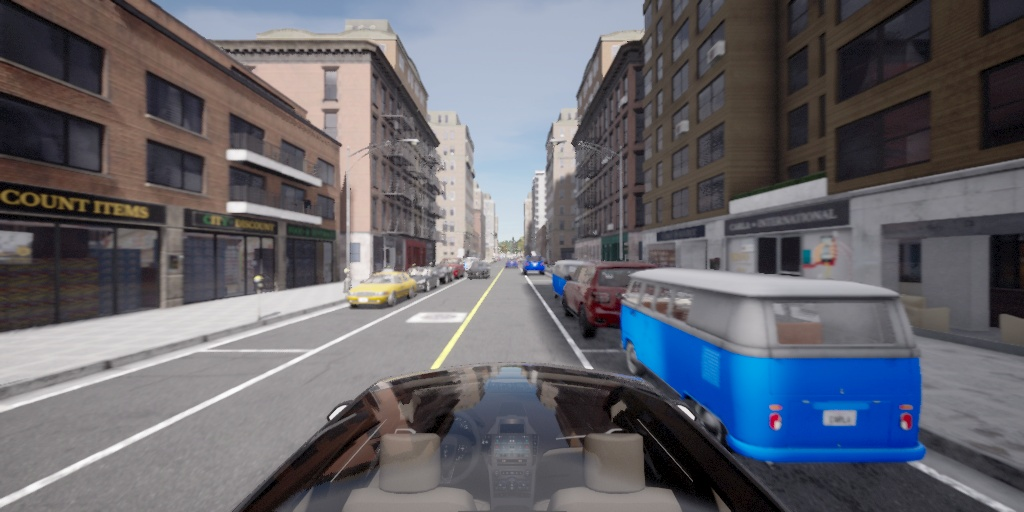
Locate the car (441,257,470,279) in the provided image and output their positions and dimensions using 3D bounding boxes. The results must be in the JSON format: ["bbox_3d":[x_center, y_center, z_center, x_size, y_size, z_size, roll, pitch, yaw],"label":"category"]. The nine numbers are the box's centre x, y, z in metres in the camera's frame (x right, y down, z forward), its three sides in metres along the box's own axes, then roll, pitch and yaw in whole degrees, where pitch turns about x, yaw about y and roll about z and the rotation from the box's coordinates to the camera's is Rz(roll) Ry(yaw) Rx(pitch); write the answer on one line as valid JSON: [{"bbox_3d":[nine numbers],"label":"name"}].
[{"bbox_3d":[-5.398,1.058,31.821,2.192,1.841,5.009,0,0,0],"label":"car"}]

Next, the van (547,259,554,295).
[{"bbox_3d":[2.678,1.088,15.605,1.690,1.789,3.998,0,0,0],"label":"van"}]

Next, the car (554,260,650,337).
[{"bbox_3d":[2.684,1.063,10.198,2.192,1.841,5.009,0,0,0],"label":"car"}]

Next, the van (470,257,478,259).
[{"bbox_3d":[-5.395,1.080,48.039,1.690,1.789,3.998,0,0,0],"label":"van"}]

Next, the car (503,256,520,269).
[{"bbox_3d":[0.002,1.090,57.640,2.097,1.767,4.553,0,0,0],"label":"car"}]

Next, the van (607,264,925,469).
[{"bbox_3d":[2.689,1.090,4.792,1.690,1.789,3.998,0,0,0],"label":"van"}]

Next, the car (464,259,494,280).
[{"bbox_3d":[-2.848,1.249,31.887,1.837,1.490,4.892,0,0,0],"label":"car"}]

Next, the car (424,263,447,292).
[{"bbox_3d":[-5.400,1.296,21.008,2.007,1.370,4.403,0,0,0],"label":"car"}]

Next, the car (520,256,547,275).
[{"bbox_3d":[2.265,0.969,38.147,2.150,2.045,5.566,0,0,0],"label":"car"}]

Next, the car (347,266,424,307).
[{"bbox_3d":[-5.401,1.272,15.433,1.751,1.417,4.829,0,0,0],"label":"car"}]

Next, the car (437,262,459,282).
[{"bbox_3d":[-5.399,1.310,26.414,1.948,1.339,4.313,0,0,0],"label":"car"}]
